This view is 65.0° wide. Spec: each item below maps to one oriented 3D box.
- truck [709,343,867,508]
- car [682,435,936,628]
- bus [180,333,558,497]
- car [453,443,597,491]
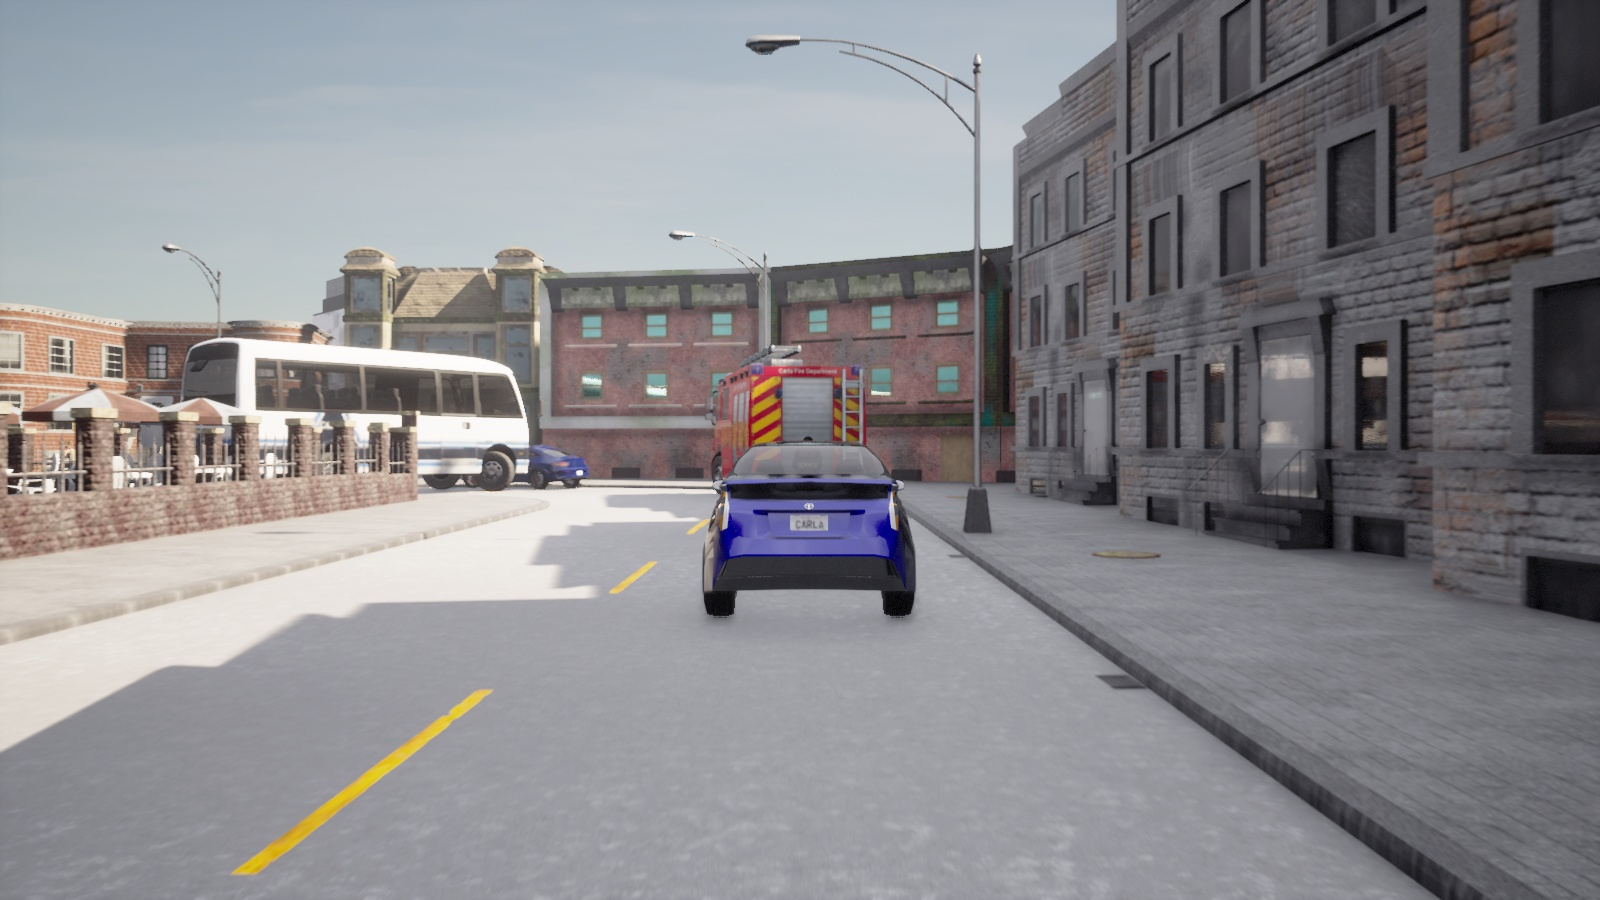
[{"bbox_3d":[-0.565,-0.587,33.595,2.891,3.827,8.468,0,0,-10],"label":"truck"},{"bbox_3d":[0.085,0.632,12.202,2.007,1.525,4.514,0,0,0],"label":"car"},{"bbox_3d":[-12.488,-0.875,37.693,3.944,4.253,10.273,0,0,37],"label":"bus"},{"bbox_3d":[-9.234,0.538,42.111,4.674,1.442,1.812,1,2,29],"label":"car"}]
